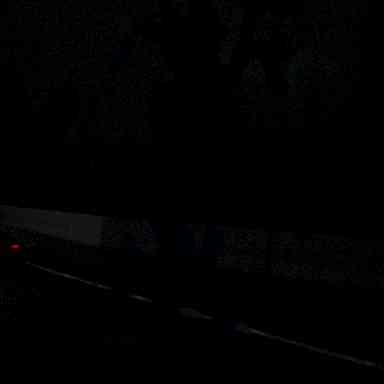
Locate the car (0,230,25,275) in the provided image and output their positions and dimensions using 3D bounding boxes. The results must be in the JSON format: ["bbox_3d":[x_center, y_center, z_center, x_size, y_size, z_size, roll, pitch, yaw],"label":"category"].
[{"bbox_3d":[-6.296,1.472,9.056,4.181,1.385,1.994,0,0,40],"label":"car"}]
